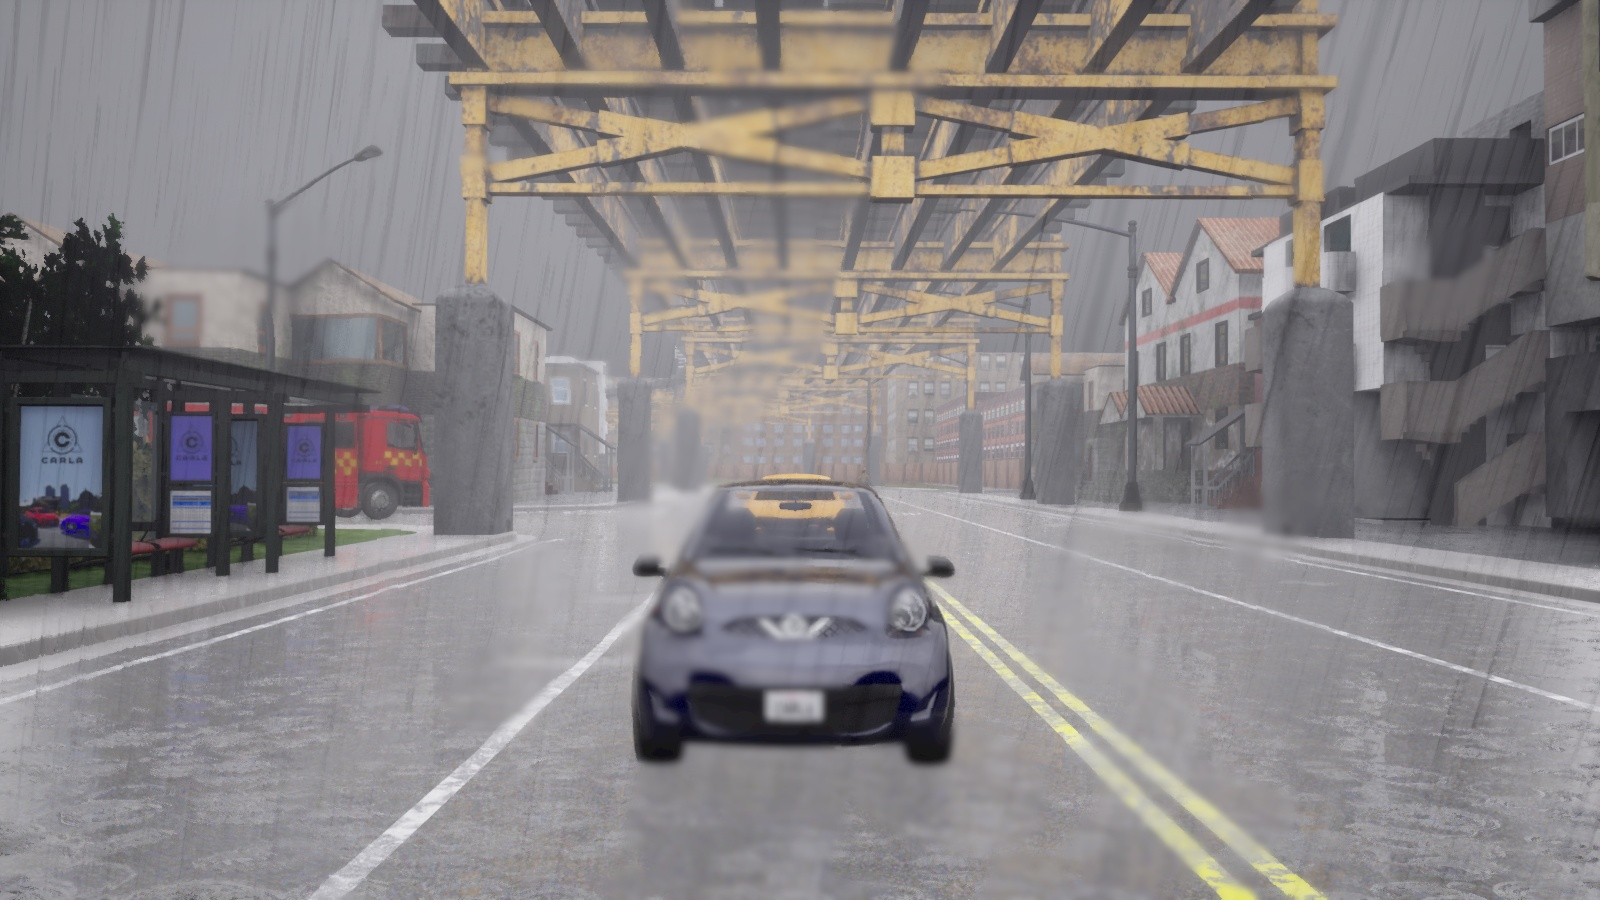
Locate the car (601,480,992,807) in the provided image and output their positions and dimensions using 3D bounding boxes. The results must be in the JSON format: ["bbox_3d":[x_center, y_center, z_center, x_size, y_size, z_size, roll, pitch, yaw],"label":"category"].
[{"bbox_3d":[-0.021,0.958,7.759,1.845,1.501,3.633,0,-1,0],"label":"car"}]

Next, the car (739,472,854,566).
[{"bbox_3d":[-0.059,1.181,23.211,1.882,1.535,5.008,0,-1,0],"label":"car"}]

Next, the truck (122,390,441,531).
[{"bbox_3d":[-15.444,0.348,38.007,8.468,3.827,2.891,1,-1,-44],"label":"truck"}]
